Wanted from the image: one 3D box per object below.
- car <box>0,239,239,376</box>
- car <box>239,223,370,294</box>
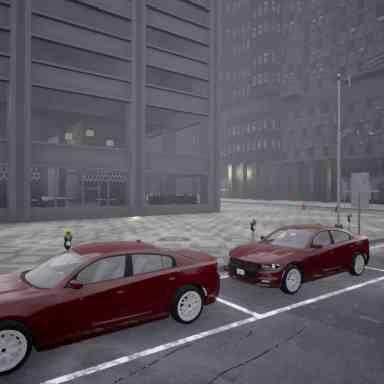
[{"bbox_3d":[-1.573,1.545,5.548,4.507,1.381,1.887,0,0,-36],"label":"car"},{"bbox_3d":[2.914,1.545,8.772,4.507,1.381,1.887,0,0,-36],"label":"car"}]
